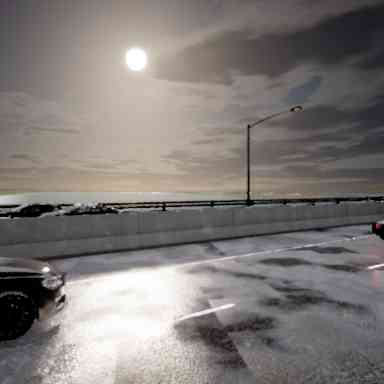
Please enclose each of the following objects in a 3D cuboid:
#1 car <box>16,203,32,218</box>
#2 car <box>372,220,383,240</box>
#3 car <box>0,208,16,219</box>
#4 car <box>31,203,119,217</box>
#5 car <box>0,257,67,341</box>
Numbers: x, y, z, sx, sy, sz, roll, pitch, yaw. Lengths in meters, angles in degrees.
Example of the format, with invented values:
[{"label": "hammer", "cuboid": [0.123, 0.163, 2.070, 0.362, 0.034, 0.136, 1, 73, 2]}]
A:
[{"label": "car", "cuboid": [-10.635, 1.489, 22.181, 4.892, 1.490, 1.837, 0, 0, -35]}, {"label": "car", "cuboid": [10.404, 1.548, 15.392, 4.718, 1.301, 1.895, 0, 0, -35]}, {"label": "car", "cuboid": [-10.232, 1.524, 13.881, 4.674, 1.442, 1.812, 0, 0, -35]}, {"label": "car", "cuboid": [-6.893, 1.470, 20.540, 4.902, 1.511, 2.128, 0, 0, -35]}, {"label": "car", "cuboid": [-4.453, 1.493, 4.862, 4.902, 1.511, 2.128, 0, 0, -36]}]
